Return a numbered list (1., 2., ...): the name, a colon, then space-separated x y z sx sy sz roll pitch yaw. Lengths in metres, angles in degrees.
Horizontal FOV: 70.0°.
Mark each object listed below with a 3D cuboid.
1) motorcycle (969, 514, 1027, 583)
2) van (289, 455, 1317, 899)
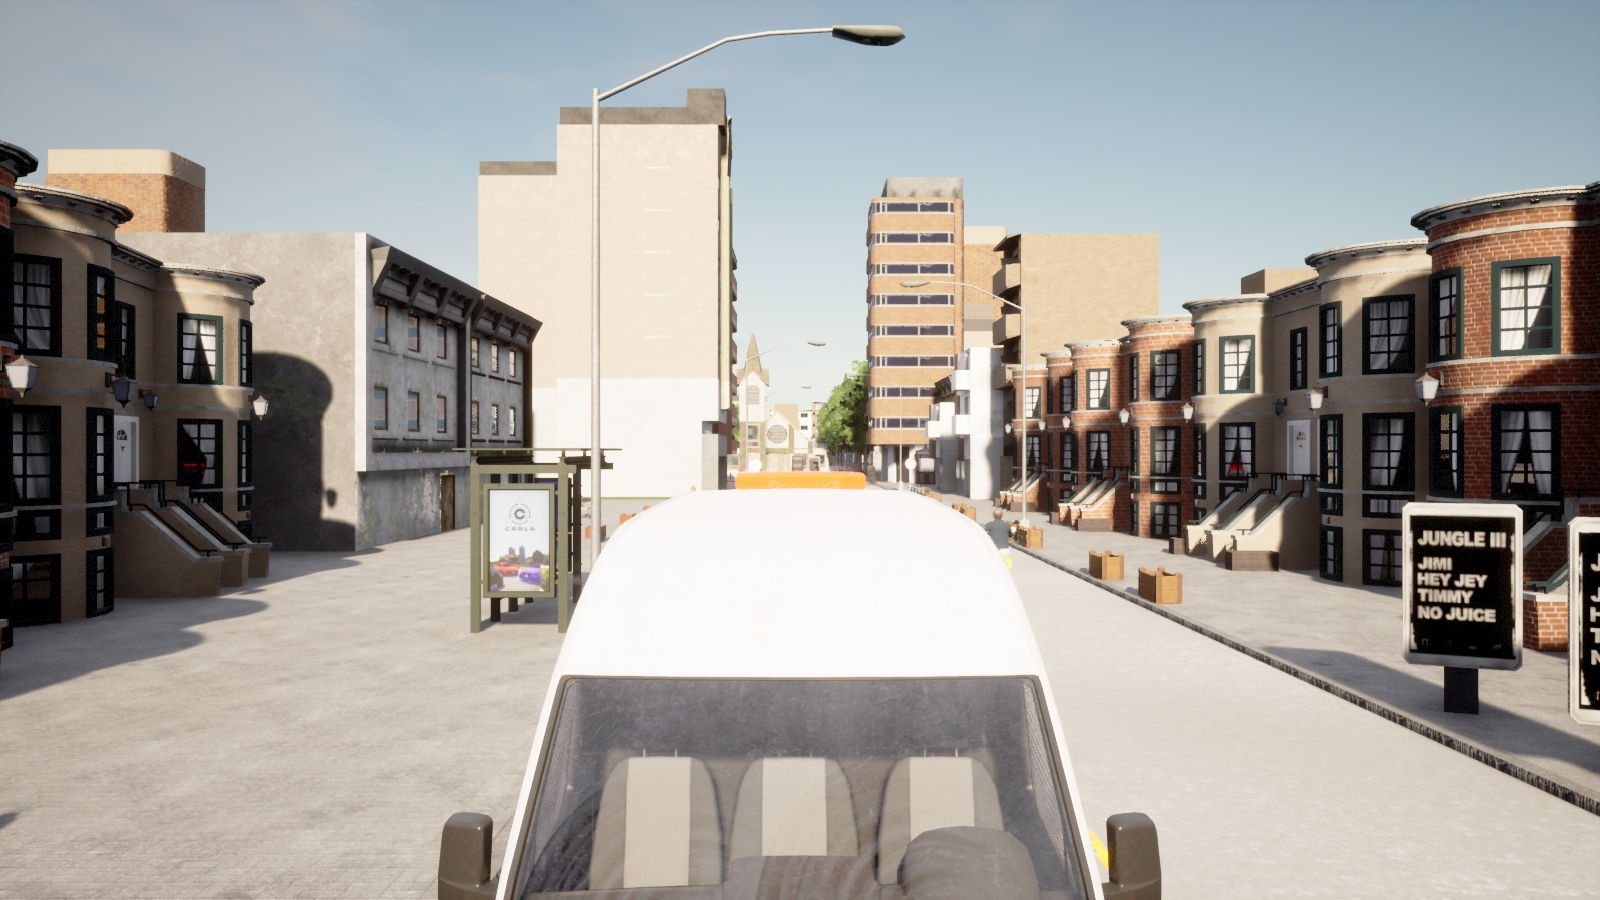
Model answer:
1. motorcycle: 4.003 1.971 23.223 0.856 1.236 1.805 0 0 0
2. van: 0.007 1.317 5.167 1.988 2.561 5.915 0 0 0
